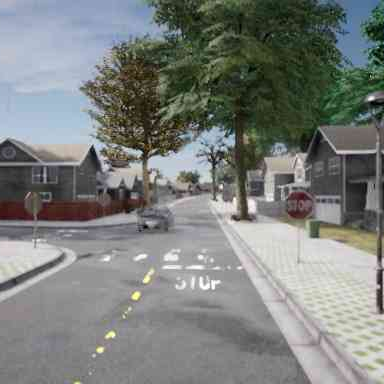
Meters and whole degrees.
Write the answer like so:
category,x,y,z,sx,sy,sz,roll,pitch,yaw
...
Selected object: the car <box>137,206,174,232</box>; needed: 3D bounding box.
category,x,y,z,sx,sy,sz,roll,pitch,yaw
car,-2.209,1.661,21.136,2.128,1.511,4.902,0,0,2
